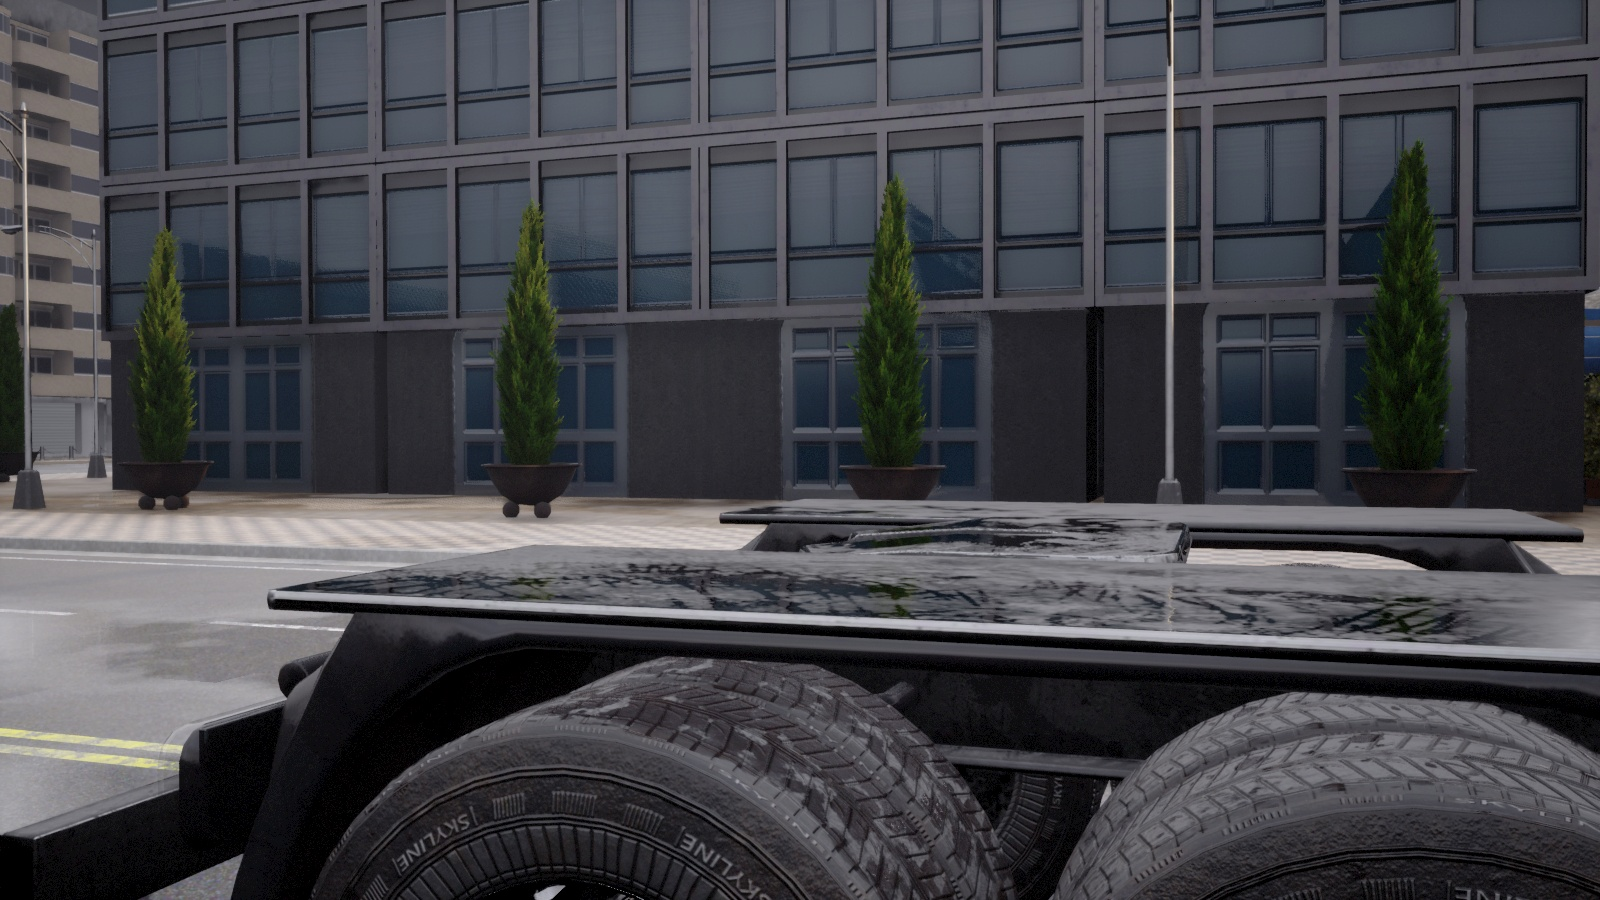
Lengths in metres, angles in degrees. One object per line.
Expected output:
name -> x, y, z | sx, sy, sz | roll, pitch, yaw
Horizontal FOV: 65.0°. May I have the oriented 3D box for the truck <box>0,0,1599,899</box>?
truck -> 2.642, -0.182, 2.289 | 7.936, 3.462, 2.891 | 1, 1, 19
